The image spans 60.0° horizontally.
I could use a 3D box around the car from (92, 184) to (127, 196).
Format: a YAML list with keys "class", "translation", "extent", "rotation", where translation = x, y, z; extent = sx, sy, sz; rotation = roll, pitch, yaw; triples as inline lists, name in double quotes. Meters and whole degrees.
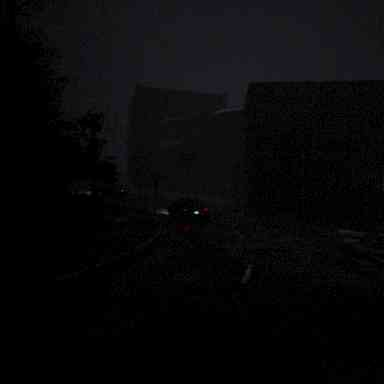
- class: "car"
  translation: [-9.761, -0.299, 39.263]
  extent: [4.181, 1.385, 1.994]
  rotation: [5, 2, 30]

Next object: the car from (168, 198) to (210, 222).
- class: "car"
  translation: [-0.271, 1.094, 22.177]
  extent: [1.994, 1.385, 4.181]
  rotation: [1, 4, -16]
